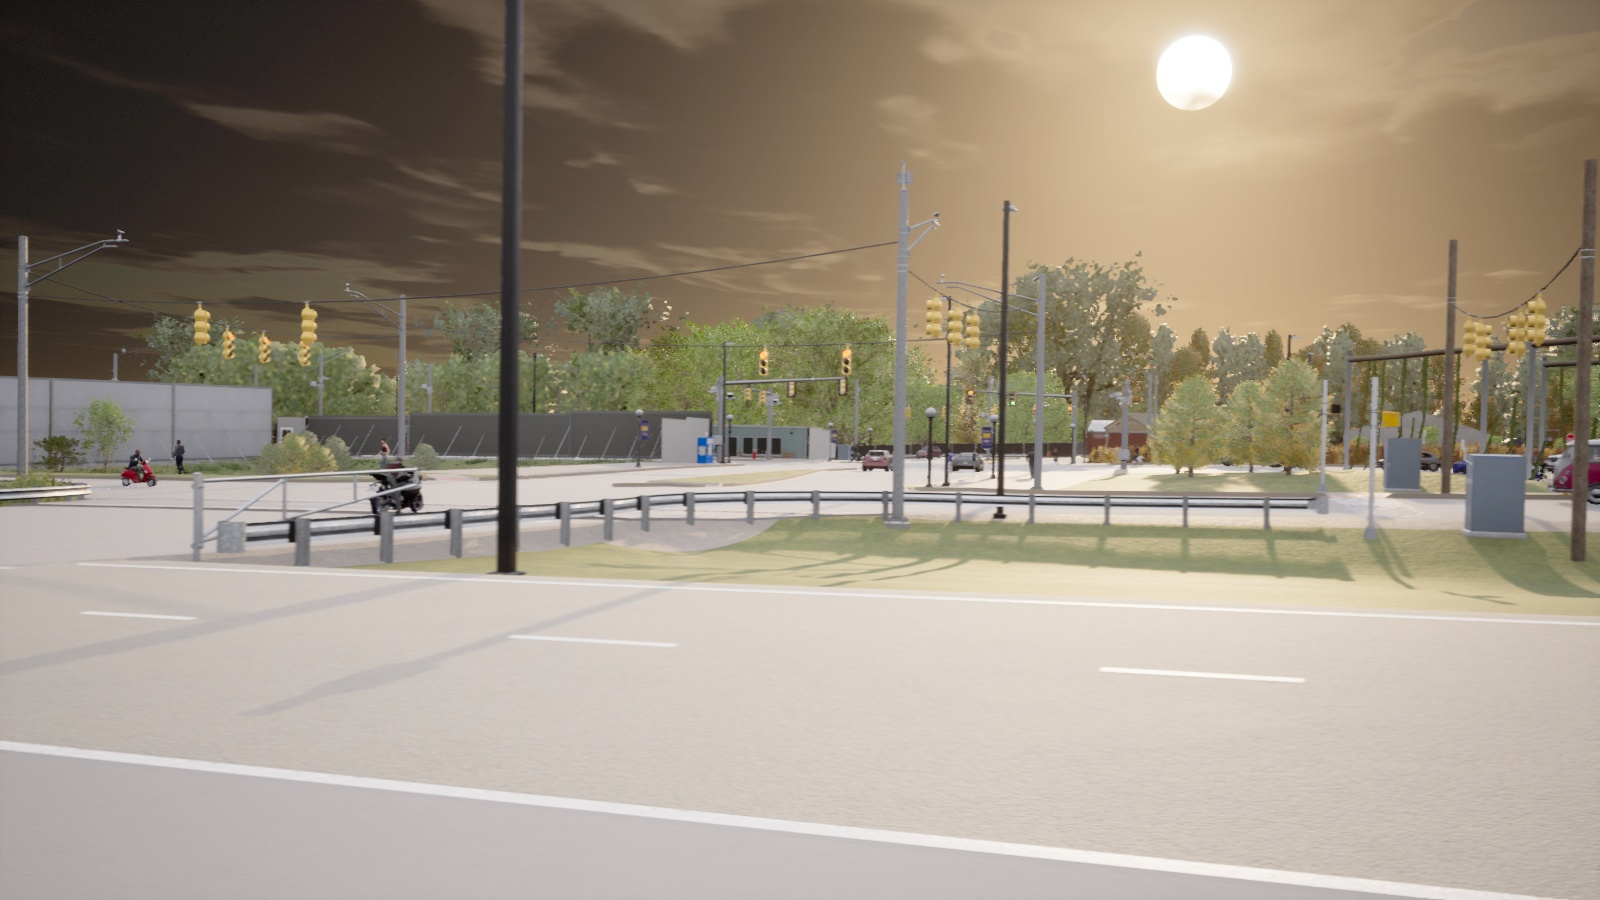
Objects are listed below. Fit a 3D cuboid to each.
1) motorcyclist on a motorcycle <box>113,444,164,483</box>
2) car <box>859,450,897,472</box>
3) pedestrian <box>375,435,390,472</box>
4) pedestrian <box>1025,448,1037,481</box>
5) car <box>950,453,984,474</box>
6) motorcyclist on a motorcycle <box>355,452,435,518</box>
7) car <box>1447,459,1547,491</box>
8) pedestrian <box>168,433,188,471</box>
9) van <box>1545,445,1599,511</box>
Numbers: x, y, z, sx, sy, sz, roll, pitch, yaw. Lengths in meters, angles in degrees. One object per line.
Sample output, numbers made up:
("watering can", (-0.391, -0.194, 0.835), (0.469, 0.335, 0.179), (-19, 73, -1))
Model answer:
("motorcyclist on a motorcycle", (-27.837, 0.570, 52.835), (1.817, 1.590, 0.866), (1, 1, 17))
("car", (5.474, 0.756, 87.508), (1.970, 1.475, 3.806), (1, 0, 14))
("pedestrian", (-20.536, 0.173, 61.793), (0.594, 1.836, 0.345), (1, 2, -34))
("pedestrian", (13.415, 0.836, 72.816), (0.563, 1.883, 0.849), (2, 1, 14))
("car", (11.905, 0.950, 89.347), (1.994, 1.385, 4.181), (1, 0, 13))
("motorcyclist on a motorcycle", (-10.364, 0.861, 32.209), (0.866, 1.530, 2.191), (1, 2, 16))
("car", (36.235, 1.271, 65.436), (1.882, 1.535, 5.008), (1, 0, -8))
("pedestrian", (-31.778, 0.100, 64.149), (0.788, 1.949, 0.423), (2, 1, 18))
("van", (25.707, 0.854, 38.701), (4.442, 1.987, 1.775), (0, 1, 18))
